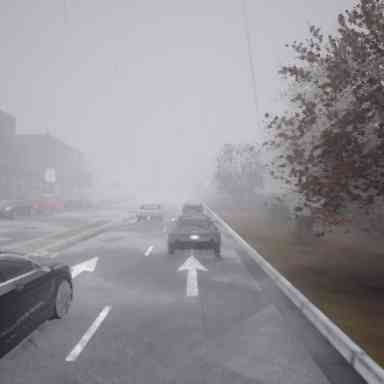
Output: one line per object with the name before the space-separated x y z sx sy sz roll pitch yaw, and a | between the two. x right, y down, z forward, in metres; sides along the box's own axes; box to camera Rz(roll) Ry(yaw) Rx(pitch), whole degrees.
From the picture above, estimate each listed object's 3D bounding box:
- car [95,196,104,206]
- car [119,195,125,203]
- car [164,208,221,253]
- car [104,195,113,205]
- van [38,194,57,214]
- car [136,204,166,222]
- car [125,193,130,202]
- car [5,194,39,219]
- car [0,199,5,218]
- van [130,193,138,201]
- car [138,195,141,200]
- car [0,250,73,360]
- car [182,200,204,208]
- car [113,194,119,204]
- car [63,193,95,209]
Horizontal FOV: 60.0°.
car | -15.501 1.443 50.526 2.097 1.535 5.008 0 0 0
car | -15.551 1.317 67.128 2.185 1.767 4.553 0 0 0
car | 0.091 1.561 13.705 1.994 1.385 4.181 0 0 0
car | -15.518 1.444 56.052 2.231 1.521 4.892 0 0 0
van | -15.450 1.217 33.830 1.878 1.987 4.442 0 0 0
car | -3.168 1.595 26.577 1.895 1.301 4.718 0 0 0
car | -15.569 1.483 72.750 2.002 1.452 4.674 0 0 0
car | -15.434 1.318 28.452 2.185 1.767 4.553 0 0 0
car | -15.417 1.318 22.927 2.185 1.767 4.553 0 0 0
van | -15.602 1.217 83.681 1.878 1.987 4.442 0 0 0
car | -15.620 1.472 89.292 2.163 1.488 4.792 0 0 0
car | -3.164 1.493 4.395 2.128 1.511 4.902 0 0 0
car | 0.081 1.471 30.579 1.882 1.535 5.008 0 0 0
car | -15.535 1.317 61.603 2.185 1.767 4.553 0 0 0
car | -15.484 1.192 45.093 2.435 2.045 5.566 0 0 0
